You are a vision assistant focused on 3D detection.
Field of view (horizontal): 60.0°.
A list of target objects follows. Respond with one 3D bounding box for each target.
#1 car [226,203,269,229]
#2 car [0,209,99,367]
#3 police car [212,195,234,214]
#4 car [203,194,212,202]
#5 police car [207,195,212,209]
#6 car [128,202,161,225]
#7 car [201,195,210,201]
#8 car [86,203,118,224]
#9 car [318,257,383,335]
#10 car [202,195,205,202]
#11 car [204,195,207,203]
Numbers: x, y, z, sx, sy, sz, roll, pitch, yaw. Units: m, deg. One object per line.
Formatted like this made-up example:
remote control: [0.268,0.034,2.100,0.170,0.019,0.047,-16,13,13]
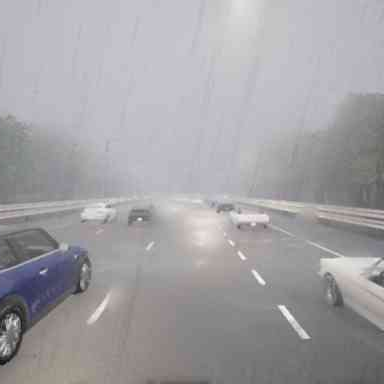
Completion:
car: [3.599,1.607,21.667,1.895,1.301,4.718,0,0,0]
car: [-3.400,1.353,5.947,2.097,1.767,4.553,0,0,0]
police car: [3.508,1.445,35.750,1.930,1.638,5.238,0,0,0]
car: [3.658,1.428,79.572,2.097,1.767,4.553,0,0,0]
police car: [3.529,1.460,46.736,1.930,1.638,5.238,0,0,0]
car: [-3.400,1.514,24.059,1.837,1.490,4.892,0,0,0]
car: [3.707,1.593,90.631,2.163,1.488,4.792,0,0,0]
car: [-6.900,1.534,25.013,1.812,1.442,4.674,0,0,0]
car: [3.599,1.601,4.988,1.895,1.301,4.718,0,0,0]
car: [3.608,1.415,68.572,2.097,1.767,4.553,0,0,0]
car: [3.563,1.553,57.613,1.837,1.490,4.892,0,0,0]
